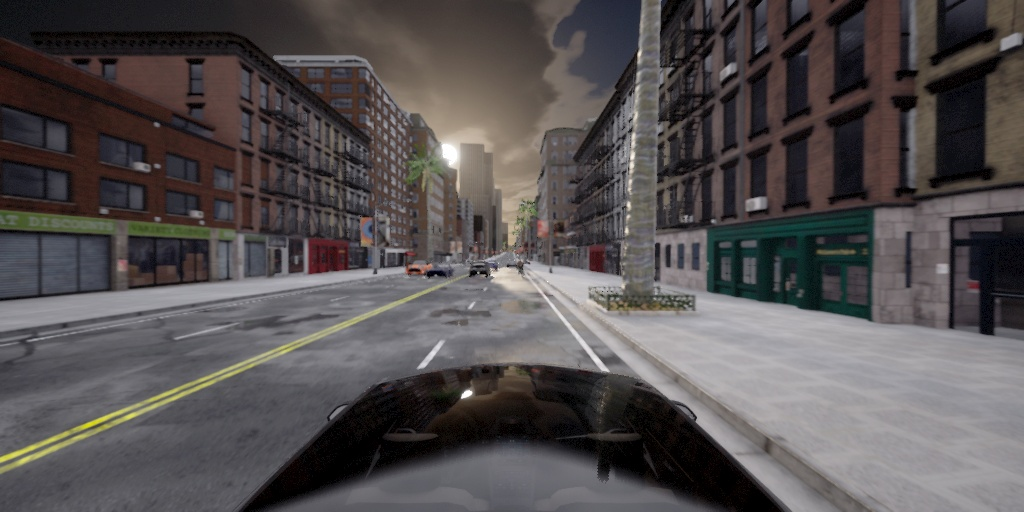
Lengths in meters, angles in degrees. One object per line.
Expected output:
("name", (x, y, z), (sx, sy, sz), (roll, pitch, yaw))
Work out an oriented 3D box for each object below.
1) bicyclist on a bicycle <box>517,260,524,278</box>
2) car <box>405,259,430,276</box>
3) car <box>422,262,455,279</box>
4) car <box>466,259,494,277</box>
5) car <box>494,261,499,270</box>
("bicyclist on a bicycle", (0.894, 1.259, 34.205), (0.582, 1.620, 1.656), (0, -1, 0))
("car", (-9.836, 1.171, 38.364), (2.097, 1.767, 4.553), (0, 0, 0))
("car", (-6.595, 1.404, 33.288), (1.895, 1.301, 4.718), (0, 0, 0))
("car", (-3.149, 1.316, 35.932), (1.837, 1.490, 4.892), (0, 0, 0))
("car", (-3.149, 1.415, 55.455), (1.812, 1.442, 4.674), (0, 0, 0))
